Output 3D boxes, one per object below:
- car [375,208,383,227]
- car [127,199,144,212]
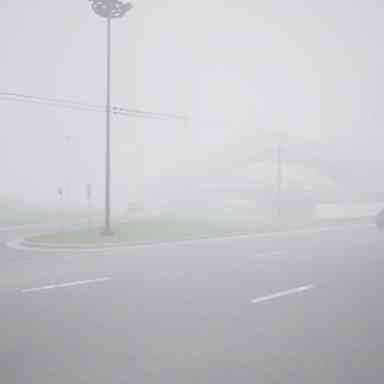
[{"bbox_3d":[14.352,1.659,22.616,4.892,1.490,1.837,0,0,-36],"label":"car"},{"bbox_3d":[-6.818,1.589,40.070,1.882,1.535,5.008,1,0,-11],"label":"car"}]
